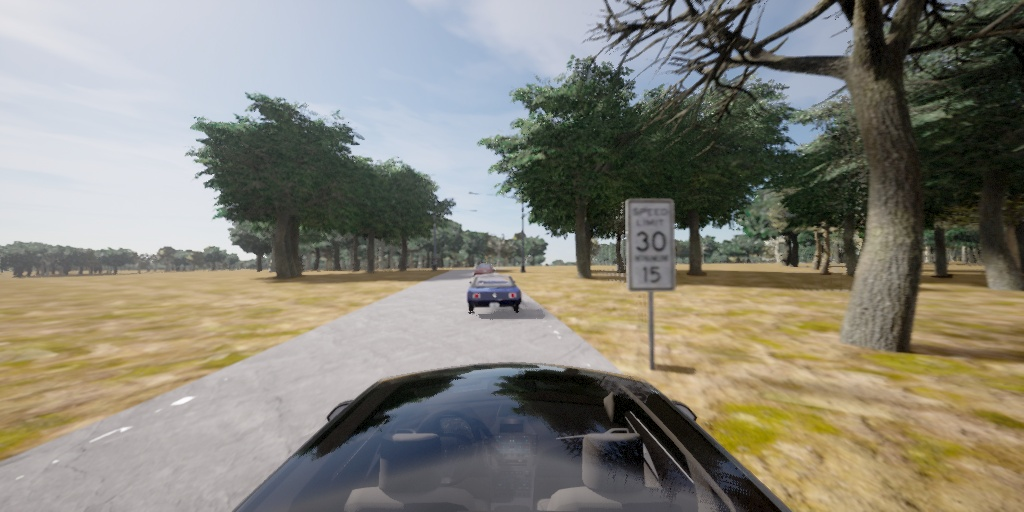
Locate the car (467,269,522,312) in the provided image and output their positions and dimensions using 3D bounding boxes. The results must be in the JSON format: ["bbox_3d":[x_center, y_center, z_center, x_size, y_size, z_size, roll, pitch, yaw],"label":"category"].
[{"bbox_3d":[-0.762,1.363,14.230,1.895,1.301,4.718,0,0,-5],"label":"car"}]

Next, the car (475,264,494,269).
[{"bbox_3d":[-2.837,1.473,37.207,1.994,1.385,4.181,0,-1,-5],"label":"car"}]
